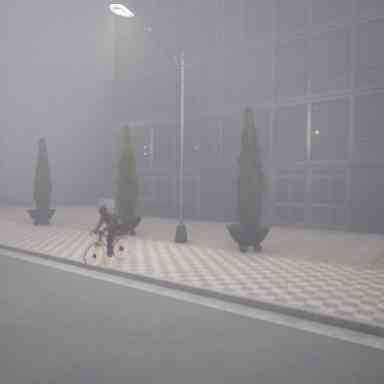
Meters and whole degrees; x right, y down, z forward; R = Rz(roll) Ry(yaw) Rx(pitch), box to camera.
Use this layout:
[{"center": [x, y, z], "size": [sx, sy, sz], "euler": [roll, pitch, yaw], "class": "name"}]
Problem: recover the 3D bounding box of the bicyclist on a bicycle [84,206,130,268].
[{"center": [-2.326, 1.211, 9.246], "size": [0.582, 1.620, 1.656], "euler": [1, 4, 35], "class": "bicyclist on a bicycle"}]
